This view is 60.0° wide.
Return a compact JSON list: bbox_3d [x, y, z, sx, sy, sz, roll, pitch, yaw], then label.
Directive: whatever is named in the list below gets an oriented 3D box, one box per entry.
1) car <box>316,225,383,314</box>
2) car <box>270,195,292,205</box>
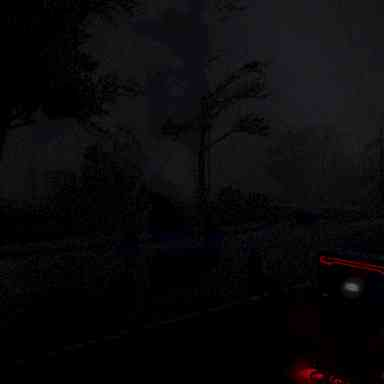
[{"bbox_3d":[4.702,1.404,6.946,5.008,1.535,1.882,-1,0,-35],"label":"car"},{"bbox_3d":[13.009,1.217,51.426,2.033,1.411,5.357,-1,0,-26],"label":"car"}]
